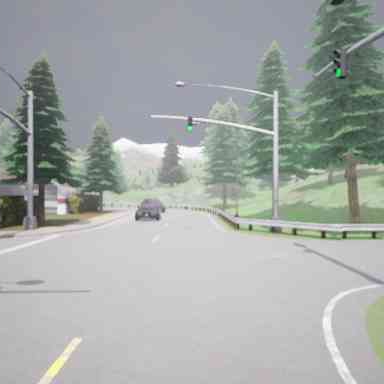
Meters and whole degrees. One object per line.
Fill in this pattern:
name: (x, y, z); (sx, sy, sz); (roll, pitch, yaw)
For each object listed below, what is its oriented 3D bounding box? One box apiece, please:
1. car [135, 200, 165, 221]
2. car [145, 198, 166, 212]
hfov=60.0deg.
car: (-3.706, 1.689, 28.706); (1.994, 1.385, 4.181); (0, 0, -1)
car: (-4.545, 1.521, 39.035); (2.097, 1.767, 4.553); (0, 0, -21)
